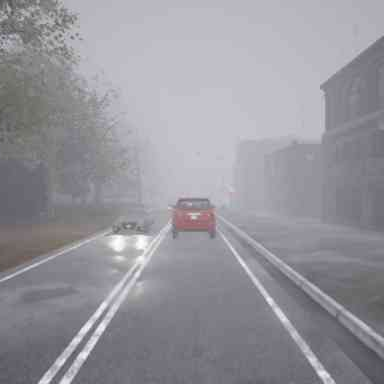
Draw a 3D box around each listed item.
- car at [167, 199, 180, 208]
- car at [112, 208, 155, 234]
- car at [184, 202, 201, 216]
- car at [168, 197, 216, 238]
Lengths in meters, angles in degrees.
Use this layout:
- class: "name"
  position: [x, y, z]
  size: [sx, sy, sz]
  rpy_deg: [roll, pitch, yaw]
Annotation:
- class: "car"
  position: [-3.463, 2.089, 61.801]
  size: [2.128, 1.511, 4.902]
  rpy_deg: [0, -1, 0]
- class: "car"
  position: [-3.368, 1.657, 19.748]
  size: [1.994, 1.385, 4.181]
  rpy_deg: [0, -1, 0]
- class: "car"
  position: [0.035, 1.810, 36.401]
  size: [1.812, 1.442, 4.674]
  rpy_deg: [0, -1, 0]
- class: "car"
  position: [0.085, 1.300, 18.162]
  size: [2.150, 2.045, 5.566]
  rpy_deg: [0, -1, 0]
